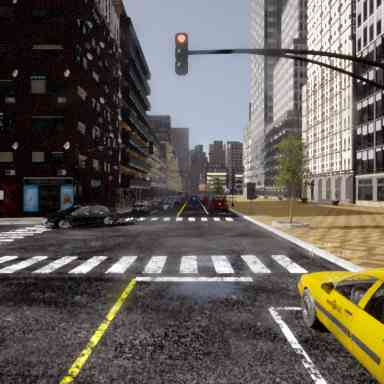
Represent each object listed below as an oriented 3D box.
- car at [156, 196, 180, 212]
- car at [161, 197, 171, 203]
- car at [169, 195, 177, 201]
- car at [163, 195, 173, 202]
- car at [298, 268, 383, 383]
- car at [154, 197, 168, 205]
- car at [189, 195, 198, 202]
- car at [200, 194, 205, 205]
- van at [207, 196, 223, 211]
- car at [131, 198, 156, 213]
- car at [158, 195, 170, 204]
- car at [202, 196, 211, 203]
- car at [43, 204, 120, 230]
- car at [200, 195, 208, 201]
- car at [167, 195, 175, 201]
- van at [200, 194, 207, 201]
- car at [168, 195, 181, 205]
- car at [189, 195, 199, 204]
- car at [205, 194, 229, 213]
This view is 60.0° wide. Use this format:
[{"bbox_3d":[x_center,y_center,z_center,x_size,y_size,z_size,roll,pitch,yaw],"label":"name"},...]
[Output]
[{"bbox_3d":[-2.923,1.507,39.422,2.128,1.511,4.902,0,0,0],"label":"car"},{"bbox_3d":[-5.384,1.639,69.572,1.802,1.307,4.206,0,0,0],"label":"car"},{"bbox_3d":[-5.285,1.644,91.677,1.887,1.381,4.507,0,0,0],"label":"car"},{"bbox_3d":[-5.360,1.507,75.098,1.967,1.590,4.097,0,0,0],"label":"car"},{"bbox_3d":[2.704,1.525,4.133,1.752,1.417,4.829,0,0,0],"label":"car"},{"bbox_3d":[-5.433,1.584,58.518,1.887,1.381,4.507,0,0,0],"label":"car"},{"bbox_3d":[0.346,1.569,76.579,1.837,1.490,4.892,0,0,0],"label":"car"},{"bbox_3d":[2.946,1.354,58.481,2.192,1.841,5.009,0,0,0],"label":"car"},{"bbox_3d":[2.872,1.358,41.901,1.690,1.788,3.998,0,0,0],"label":"van"},{"bbox_3d":[-5.531,1.563,36.412,2.008,1.369,4.403,0,0,0],"label":"car"},{"bbox_3d":[-5.409,1.488,64.045,1.967,1.590,4.097,0,0,0],"label":"car"},{"bbox_3d":[2.996,1.602,69.534,1.887,1.381,4.507,0,0,0],"label":"car"},{"bbox_3d":[-7.243,1.591,22.136,4.892,1.490,1.837,-1,3,-39],"label":"car"},{"bbox_3d":[3.072,1.613,86.284,1.752,1.417,4.829,0,0,0],"label":"car"},{"bbox_3d":[-5.310,1.613,85.982,1.752,1.417,4.829,0,0,0],"label":"car"},{"bbox_3d":[3.094,1.441,91.640,1.690,1.788,3.998,0,0,0],"label":"van"},{"bbox_3d":[-2.830,1.585,57.340,2.033,1.411,5.357,0,0,0],"label":"car"},{"bbox_3d":[0.398,1.404,66.684,2.097,1.767,4.553,0,0,0],"label":"car"},{"bbox_3d":[2.847,1.327,36.375,2.192,1.841,5.009,0,0,0],"label":"car"}]
